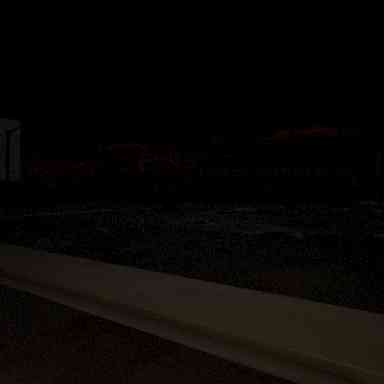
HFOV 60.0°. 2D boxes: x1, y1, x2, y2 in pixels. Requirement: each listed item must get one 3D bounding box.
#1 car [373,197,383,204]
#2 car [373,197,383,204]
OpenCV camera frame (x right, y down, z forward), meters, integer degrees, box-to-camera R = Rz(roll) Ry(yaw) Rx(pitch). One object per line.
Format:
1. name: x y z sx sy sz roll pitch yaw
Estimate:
1. car: 37.525 1.734 65.329 2.038 1.542 4.974 1 1 6
2. car: 37.532 1.576 65.379 1.853 1.218 4.536 1 1 6
